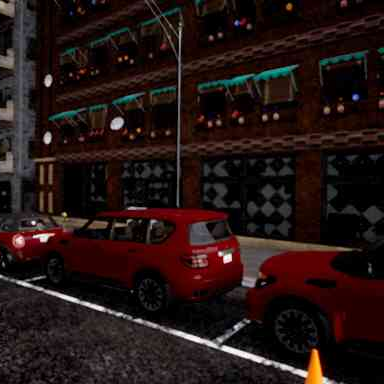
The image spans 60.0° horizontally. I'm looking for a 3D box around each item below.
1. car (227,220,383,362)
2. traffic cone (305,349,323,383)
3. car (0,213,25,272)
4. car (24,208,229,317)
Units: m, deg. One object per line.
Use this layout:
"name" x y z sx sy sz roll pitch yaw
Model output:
"car" 3.220 1.316 4.222 5.009 1.841 2.192 0 1 36
"traffic cone" 1.284 1.949 3.490 0.340 0.580 0.340 0 0 36
"car" -5.809 1.368 10.677 4.097 1.590 1.967 0 1 36
"car" -1.295 1.280 7.449 5.009 1.841 2.192 0 1 36
